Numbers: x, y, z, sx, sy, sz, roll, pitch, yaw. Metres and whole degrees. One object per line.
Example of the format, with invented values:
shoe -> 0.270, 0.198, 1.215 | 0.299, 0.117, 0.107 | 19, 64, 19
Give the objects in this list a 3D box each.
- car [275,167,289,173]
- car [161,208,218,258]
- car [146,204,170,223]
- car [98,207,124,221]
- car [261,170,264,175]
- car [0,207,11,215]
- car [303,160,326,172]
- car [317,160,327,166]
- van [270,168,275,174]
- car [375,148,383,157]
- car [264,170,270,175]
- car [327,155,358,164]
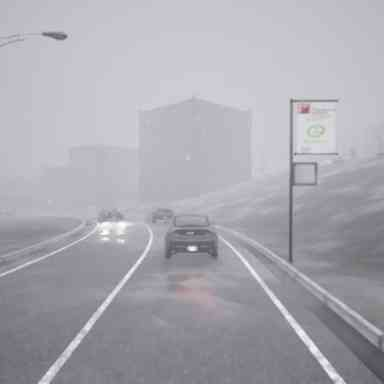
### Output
car -> 20.900, -4.624, 74.565 | 2.231, 1.521, 4.892 | 0, 1, -1
car -> -0.095, 1.579, 13.003 | 1.837, 1.490, 4.892 | 0, -1, -3
car -> -2.791, 1.827, 28.623 | 1.837, 1.490, 4.892 | 0, -1, -16
car -> -7.864, 2.077, 32.167 | 1.895, 1.301, 4.718 | 0, -1, -22
car -> 20.543, -5.034, 91.086 | 2.435, 2.045, 5.566 | 0, 0, -1
car -> -35.711, 3.656, 62.819 | 4.553, 1.767, 2.097 | -4, -1, 25
car -> 21.258, -4.548, 58.031 | 2.185, 1.767, 4.553 | 0, 1, -1
car -> 21.381, -4.305, 52.359 | 2.002, 1.452, 4.674 | 0, 1, -1
van -> 20.784, -4.908, 79.959 | 1.878, 1.987, 4.442 | 0, 1, -1
car -> 21.737, -4.117, 35.929 | 2.231, 1.521, 4.892 | 0, 1, -1
car -> 20.662, -4.696, 85.603 | 2.002, 1.452, 4.674 | 0, 0, -1
car -> 21.500, -4.396, 46.865 | 2.185, 1.767, 4.553 | 0, 1, -1
